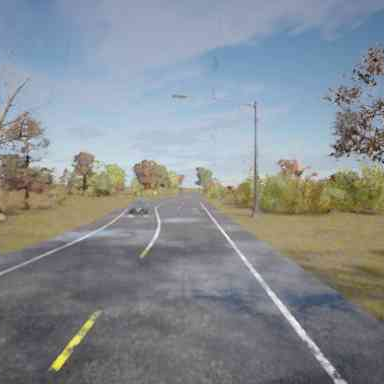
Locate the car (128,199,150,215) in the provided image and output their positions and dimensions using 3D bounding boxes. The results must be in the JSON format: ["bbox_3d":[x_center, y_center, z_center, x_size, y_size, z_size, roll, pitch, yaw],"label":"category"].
[{"bbox_3d":[-5.358,1.483,33.880,1.837,1.490,4.892,0,0,-7],"label":"car"}]
